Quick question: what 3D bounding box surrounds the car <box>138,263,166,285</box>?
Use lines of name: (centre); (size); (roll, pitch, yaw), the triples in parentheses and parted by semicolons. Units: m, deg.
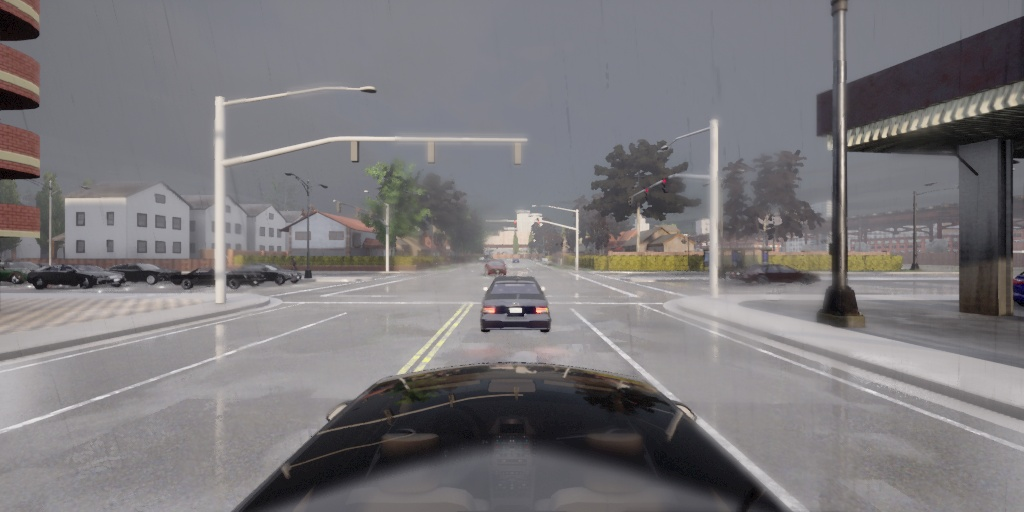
car: (-26.772, 1.228, 25.935); (5.008, 1.535, 1.882); (0, 0, 1)

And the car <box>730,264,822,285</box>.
car: (18.389, 1.297, 25.179); (5.357, 1.411, 2.033); (0, 0, 0)

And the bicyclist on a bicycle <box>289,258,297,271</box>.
bicyclist on a bicycle: (-26.527, 1.051, 43.416); (0.582, 1.620, 1.656); (0, 0, 1)

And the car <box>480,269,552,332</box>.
car: (0.085, 1.297, 10.768); (2.033, 1.411, 5.357); (0, 0, 0)

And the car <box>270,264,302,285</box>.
car: (-17.710, 1.276, 25.812); (4.674, 1.442, 1.812); (0, 0, 1)

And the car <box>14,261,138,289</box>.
car: (-27.126, 1.242, 22.442); (4.902, 1.511, 2.128); (0, 0, 1)

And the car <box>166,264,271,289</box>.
car: (-18.094, 1.351, 22.285); (4.718, 1.301, 1.895); (0, 0, 1)

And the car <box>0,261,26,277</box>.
car: (-50.284, 1.255, 34.442); (4.892, 1.490, 1.837); (0, 0, 2)

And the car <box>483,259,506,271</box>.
car: (-1.799, 1.227, 36.520); (1.882, 1.535, 5.008); (0, 0, -10)

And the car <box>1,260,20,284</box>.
car: (-36.057, 1.102, 26.084); (4.553, 1.767, 2.097); (0, 0, 1)
